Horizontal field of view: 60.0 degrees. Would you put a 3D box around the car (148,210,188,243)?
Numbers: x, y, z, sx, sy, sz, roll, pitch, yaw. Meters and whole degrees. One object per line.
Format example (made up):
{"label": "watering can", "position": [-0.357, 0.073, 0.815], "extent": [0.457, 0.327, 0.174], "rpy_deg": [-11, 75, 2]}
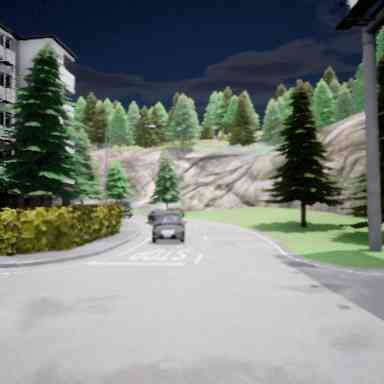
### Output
{"label": "car", "position": [-1.310, 2.095, 19.900], "extent": [2.128, 1.511, 4.902], "rpy_deg": [-1, -2, -1]}

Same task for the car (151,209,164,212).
{"label": "car", "position": [-3.269, 2.525, 33.843], "extent": [1.837, 1.490, 4.892], "rpy_deg": [0, -2, -19]}

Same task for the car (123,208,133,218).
{"label": "car", "position": [-10.231, 2.849, 47.432], "extent": [2.097, 1.767, 4.553], "rpy_deg": [0, -2, -40]}
